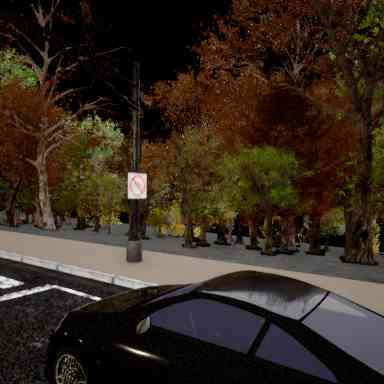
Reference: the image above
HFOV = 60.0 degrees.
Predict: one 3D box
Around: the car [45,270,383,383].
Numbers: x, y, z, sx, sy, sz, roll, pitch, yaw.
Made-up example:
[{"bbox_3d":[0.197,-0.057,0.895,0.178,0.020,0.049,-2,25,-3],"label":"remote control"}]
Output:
[{"bbox_3d":[0.368,1.564,3.425,4.181,1.385,1.994,0,0,36],"label":"car"}]
